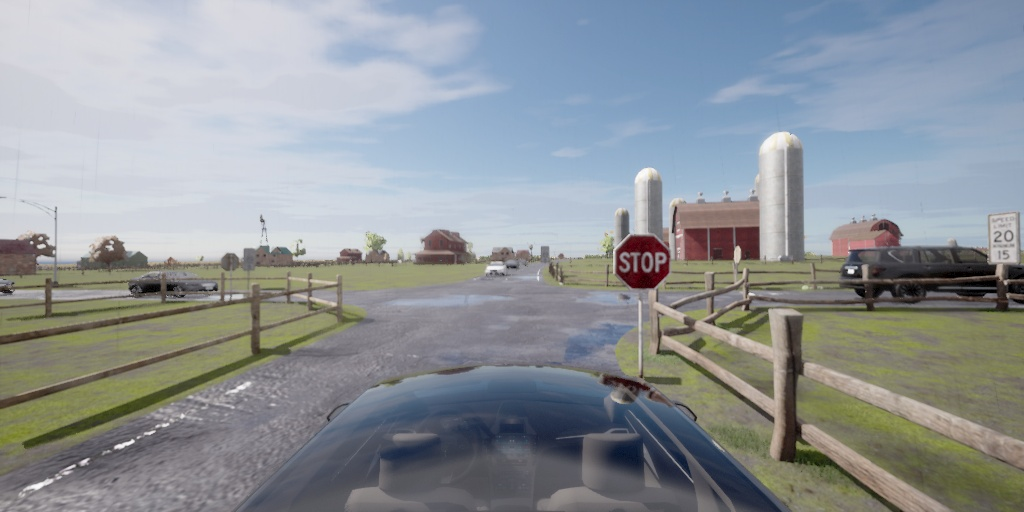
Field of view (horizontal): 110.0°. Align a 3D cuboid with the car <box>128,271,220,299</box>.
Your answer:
[{"bbox_3d":[-19.313,1.599,20.550,4.902,1.511,2.128,-1,-1,12],"label":"car"}]

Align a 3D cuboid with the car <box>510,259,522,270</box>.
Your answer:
[{"bbox_3d":[-0.088,1.303,53.238,1.882,1.535,5.008,0,0,6],"label":"car"}]

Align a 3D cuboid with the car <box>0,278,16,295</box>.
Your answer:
[{"bbox_3d":[-36.123,1.930,24.137,4.902,1.511,2.128,-1,-1,12],"label":"car"}]

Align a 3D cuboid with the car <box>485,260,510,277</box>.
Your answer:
[{"bbox_3d":[-1.557,1.331,36.557,1.812,1.442,4.674,0,0,4],"label":"car"}]

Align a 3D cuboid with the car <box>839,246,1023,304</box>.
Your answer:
[{"bbox_3d":[15.646,0.643,13.215,5.566,2.045,2.150,-1,-1,12],"label":"car"}]
